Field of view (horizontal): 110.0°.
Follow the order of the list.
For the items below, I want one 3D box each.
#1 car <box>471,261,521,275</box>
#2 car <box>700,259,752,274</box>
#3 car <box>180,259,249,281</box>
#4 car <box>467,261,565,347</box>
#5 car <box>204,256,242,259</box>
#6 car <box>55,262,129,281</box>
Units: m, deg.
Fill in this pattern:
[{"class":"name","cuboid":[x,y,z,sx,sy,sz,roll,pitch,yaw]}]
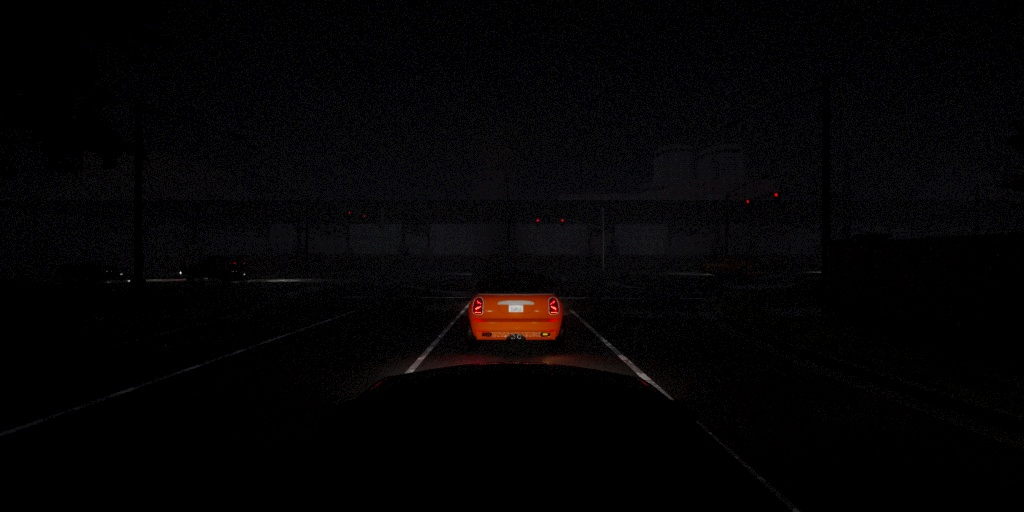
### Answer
[{"class":"car","cuboid":[-1.691,1.294,39.661,5.357,1.411,2.033,0,0,1]},{"class":"car","cuboid":[23.217,1.098,39.037,5.008,1.535,1.882,-1,0,1]},{"class":"car","cuboid":[-24.460,1.242,29.537,4.902,1.511,2.128,0,0,1]},{"class":"car","cuboid":[0.081,1.103,9.502,2.097,1.767,4.553,0,0,0]},{"class":"car","cuboid":[-33.269,0.971,40.440,5.566,2.045,2.150,0,0,1]},{"class":"car","cuboid":[-34.853,1.242,29.842,4.902,1.511,2.128,0,0,2]}]
